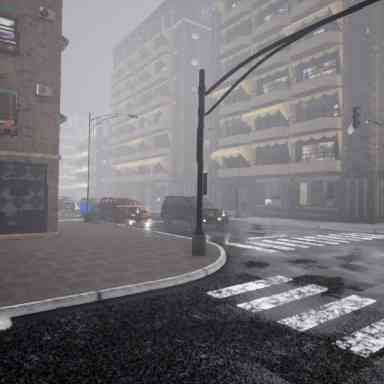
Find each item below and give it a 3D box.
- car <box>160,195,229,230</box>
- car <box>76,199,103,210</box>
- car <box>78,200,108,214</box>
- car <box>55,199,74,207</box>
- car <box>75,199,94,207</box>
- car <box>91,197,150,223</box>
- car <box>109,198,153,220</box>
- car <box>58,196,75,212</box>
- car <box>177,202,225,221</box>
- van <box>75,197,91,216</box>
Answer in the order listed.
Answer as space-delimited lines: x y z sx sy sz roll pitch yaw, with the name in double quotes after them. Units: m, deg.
0.010 1.249 21.827 2.150 2.045 5.566 1 -1 -36 "car"
-14.800 1.741 47.735 2.033 1.411 5.357 1 -1 -35 "car"
-11.301 1.657 37.755 1.994 1.385 4.181 1 -1 -35 "car"
-22.539 1.848 58.613 1.895 1.301 4.718 1 -1 -36 "car"
-18.557 1.867 57.262 1.802 1.307 4.206 1 -1 -35 "car"
-5.583 1.310 25.437 2.192 1.841 5.009 1 -1 -35 "car"
-5.564 1.410 29.672 2.097 1.767 4.553 1 -1 -35 "car"
-15.279 1.369 39.068 2.192 1.841 5.009 1 -1 -35 "car"
0.735 1.686 30.141 1.752 1.417 4.829 1 -1 -35 "car"
-8.815 1.355 29.980 1.690 1.788 3.998 1 -1 -35 "van"
